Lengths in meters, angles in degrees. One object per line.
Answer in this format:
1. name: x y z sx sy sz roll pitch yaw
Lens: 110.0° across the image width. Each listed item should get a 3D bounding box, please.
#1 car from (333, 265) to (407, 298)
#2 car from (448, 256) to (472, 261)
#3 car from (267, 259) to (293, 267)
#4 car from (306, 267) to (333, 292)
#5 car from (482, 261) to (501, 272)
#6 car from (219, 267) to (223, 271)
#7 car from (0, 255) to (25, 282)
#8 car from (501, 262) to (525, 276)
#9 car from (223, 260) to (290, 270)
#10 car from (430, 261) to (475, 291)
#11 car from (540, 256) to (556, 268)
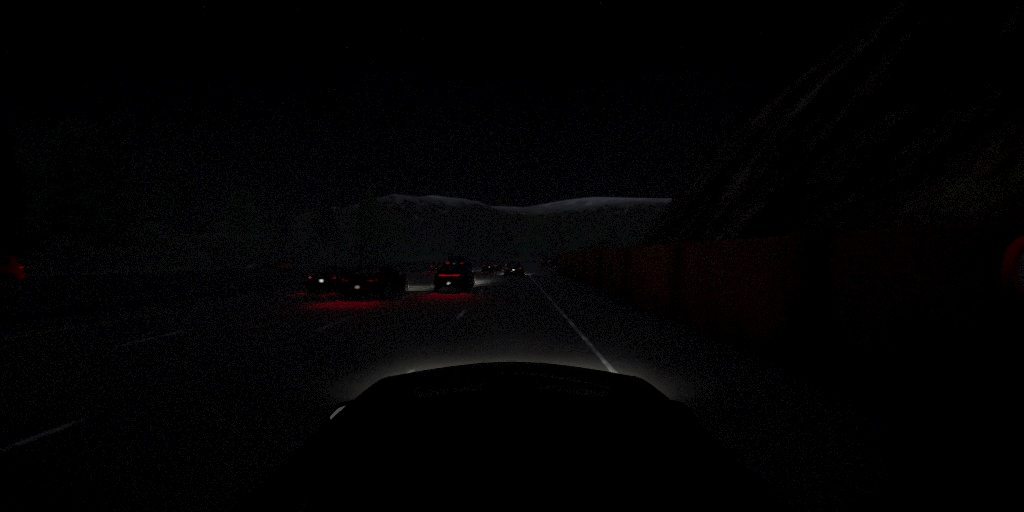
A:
1. car: -6.881 1.229 18.412 1.882 1.535 5.008 0 0 0
2. car: -6.347 0.973 44.143 2.150 2.045 5.566 -1 0 7
3. car: -24.397 1.104 36.385 2.097 1.767 4.553 0 0 2
4. car: -10.381 1.315 21.529 1.994 1.385 4.181 0 0 0
5. car: -2.437 1.315 45.758 1.994 1.385 4.181 0 0 9
6. car: -27.881 1.245 37.256 2.128 1.511 4.902 0 0 2
7. car: -31.575 0.973 20.039 2.150 2.045 5.566 0 0 0
8. car: 0.273 1.314 36.672 1.994 1.385 4.181 0 0 4
9. car: -20.977 1.278 29.710 1.812 1.442 4.674 0 0 0
10. car: -3.382 1.242 21.574 2.128 1.511 4.902 0 0 0
11. car: 6.783 0.972 62.229 2.150 2.045 5.566 -1 0 28
